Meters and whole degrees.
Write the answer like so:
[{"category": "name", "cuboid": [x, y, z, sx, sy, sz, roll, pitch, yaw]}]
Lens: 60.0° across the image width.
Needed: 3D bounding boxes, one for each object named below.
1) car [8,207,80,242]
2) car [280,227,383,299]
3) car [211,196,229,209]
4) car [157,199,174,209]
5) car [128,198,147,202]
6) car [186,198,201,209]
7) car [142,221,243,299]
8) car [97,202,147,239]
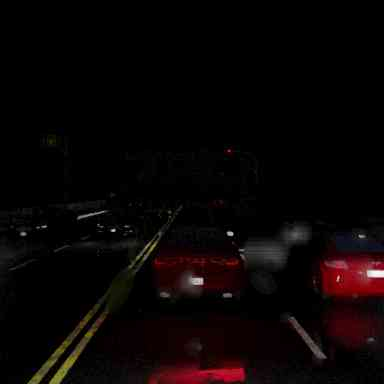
[{"category": "car", "cuboid": [-7.065, 1.491, 16.377, 2.128, 1.511, 4.902, 0, 0, 0]}, {"category": "car", "cuboid": [3.639, 1.564, 8.491, 1.994, 1.385, 4.181, 0, 0, 1]}, {"category": "car", "cuboid": [3.709, 1.351, 44.399, 2.097, 1.767, 4.553, 0, 0, 0]}, {"category": "car", "cuboid": [-3.477, 1.564, 44.000, 1.994, 1.385, 4.181, 0, 0, 0]}, {"category": "car", "cuboid": [-6.982, 1.506, 43.099, 1.837, 1.490, 4.892, 0, 0, 0]}, {"category": "car", "cuboid": [0.197, 1.547, 44.807, 2.033, 1.411, 5.357, 0, 0, 0]}, {"category": "car", "cuboid": [0.100, 1.478, 8.540, 1.882, 1.535, 5.008, 0, 0, 0]}, {"category": "car", "cuboid": [-3.563, 1.505, 17.495, 1.837, 1.490, 4.892, 0, 0, 0]}]
